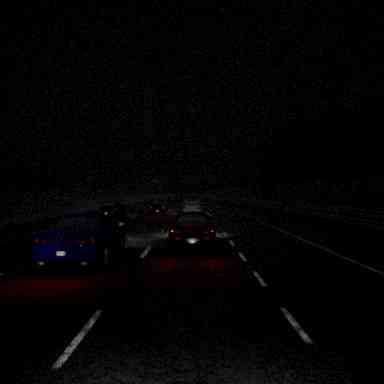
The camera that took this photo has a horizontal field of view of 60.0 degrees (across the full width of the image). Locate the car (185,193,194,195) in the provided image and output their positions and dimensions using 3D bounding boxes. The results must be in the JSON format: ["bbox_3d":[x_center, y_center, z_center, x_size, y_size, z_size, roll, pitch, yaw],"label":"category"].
[{"bbox_3d":[0.049,1.584,74.333,2.128,1.511,4.902,0,0,0],"label":"car"}]

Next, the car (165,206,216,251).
[{"bbox_3d":[0.010,1.537,14.001,1.812,1.442,4.674,0,0,0],"label":"car"}]

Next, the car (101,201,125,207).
[{"bbox_3d":[-6.982,1.542,29.298,1.812,1.442,4.674,0,0,0],"label":"car"}]

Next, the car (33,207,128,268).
[{"bbox_3d":[-3.492,1.488,11.322,1.882,1.535,5.008,0,0,0],"label":"car"}]

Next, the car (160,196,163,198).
[{"bbox_3d":[-6.951,1.585,74.349,2.128,1.511,4.902,0,0,0],"label":"car"}]

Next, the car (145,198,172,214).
[{"bbox_3d":[-3.477,1.619,35.599,1.895,1.301,4.718,0,0,0],"label":"car"}]

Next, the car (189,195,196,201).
[{"bbox_3d":[0.061,1.634,92.430,1.994,1.385,4.181,0,0,0],"label":"car"}]

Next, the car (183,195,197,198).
[{"bbox_3d":[0.034,1.576,49.080,2.033,1.411,5.357,0,0,0],"label":"car"}]

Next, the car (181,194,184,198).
[{"bbox_3d":[-3.451,1.285,74.388,2.150,2.045,5.566,0,0,0],"label":"car"}]

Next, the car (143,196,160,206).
[{"bbox_3d":[-6.964,1.562,55.383,1.812,1.442,4.674,0,0,0],"label":"car"}]

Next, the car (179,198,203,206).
[{"bbox_3d":[0.021,1.541,30.192,1.812,1.442,4.674,0,0,0],"label":"car"}]

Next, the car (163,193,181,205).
[{"bbox_3d":[-3.461,1.391,58.914,2.097,1.767,4.553,0,0,0],"label":"car"}]

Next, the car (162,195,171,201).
[{"bbox_3d":[-6.941,1.632,90.435,1.994,1.385,4.181,0,0,0],"label":"car"}]
